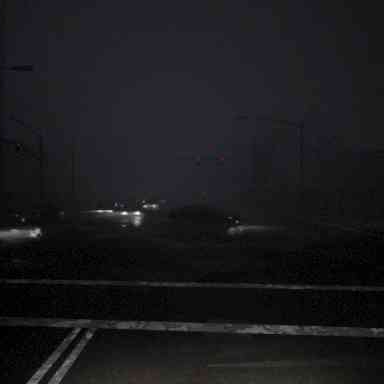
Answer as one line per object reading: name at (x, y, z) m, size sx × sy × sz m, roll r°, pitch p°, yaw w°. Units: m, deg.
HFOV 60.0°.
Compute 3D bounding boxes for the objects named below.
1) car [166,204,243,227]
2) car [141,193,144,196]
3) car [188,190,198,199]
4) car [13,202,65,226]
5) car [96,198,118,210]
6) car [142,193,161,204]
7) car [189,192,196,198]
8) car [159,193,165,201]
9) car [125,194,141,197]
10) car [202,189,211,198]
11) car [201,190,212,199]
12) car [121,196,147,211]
car at (0.724, 1.532, 22.897) m, size 5.357 × 1.411 × 2.033 m, roll 0°, pitch 0°, yaw 35°
car at (-10.333, 1.021, 70.800) m, size 2.128 × 1.511 × 4.902 m, roll 0°, pitch 1°, yaw 0°
car at (0.181, 0.604, 76.503) m, size 2.150 × 2.045 × 5.566 m, roll 0°, pitch 1°, yaw 0°
car at (-10.550, 1.484, 23.260) m, size 2.128 × 1.511 × 4.902 m, roll 0°, pitch 0°, yaw 0°
car at (-10.503, 1.479, 41.387) m, size 1.994 × 1.385 × 4.181 m, roll 0°, pitch 0°, yaw 0°
car at (-6.951, 1.336, 57.016) m, size 1.895 × 1.301 × 4.718 m, roll 0°, pitch 1°, yaw 0°
car at (0.207, 0.685, 87.179) m, size 1.812 × 1.442 × 4.674 m, roll 0°, pitch 1°, yaw 0°
car at (-6.835, 0.996, 69.667) m, size 1.882 × 1.535 × 5.008 m, roll 0°, pitch 1°, yaw 0°
car at (-10.460, 1.304, 55.442) m, size 2.033 × 1.411 × 5.357 m, roll 0°, pitch 1°, yaw 0°
car at (3.708, 0.378, 87.560) m, size 2.150 × 2.045 × 5.566 m, roll 0°, pitch 1°, yaw 0°
car at (3.685, 0.910, 77.567) m, size 1.994 × 1.385 × 4.181 m, roll 0°, pitch 1°, yaw 0°
car at (-7.008, 1.528, 39.885) m, size 1.895 × 1.301 × 4.718 m, roll 0°, pitch 0°, yaw 0°
